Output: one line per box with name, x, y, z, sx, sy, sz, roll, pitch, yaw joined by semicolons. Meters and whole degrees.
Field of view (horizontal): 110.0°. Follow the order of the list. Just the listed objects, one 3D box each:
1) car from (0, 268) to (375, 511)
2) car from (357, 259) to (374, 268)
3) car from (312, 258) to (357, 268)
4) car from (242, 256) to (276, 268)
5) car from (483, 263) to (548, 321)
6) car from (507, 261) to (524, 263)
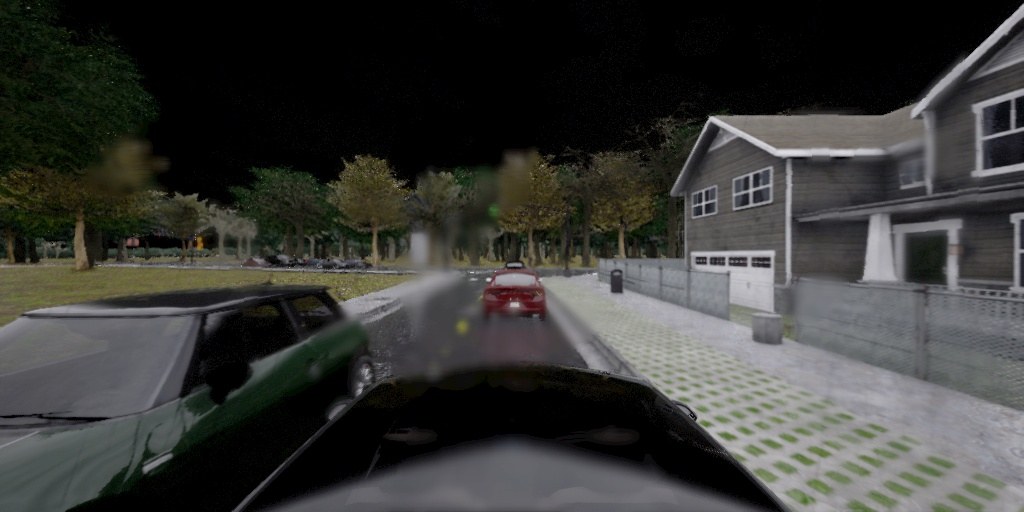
car;-2.848;1.097;2.810;2.097;1.767;4.553;0;0;0
car;-21.701;1.124;49.446;5.357;1.411;2.033;0;0;24
car;-23.019;1.082;46.475;4.892;1.490;1.837;0;0;23
car;-37.574;1.090;52.816;4.674;1.442;1.812;0;0;24
car;0.105;1.185;12.240;1.882;1.535;5.008;0;1;0
car;0.288;1.153;27.473;1.837;1.490;4.892;0;0;3
